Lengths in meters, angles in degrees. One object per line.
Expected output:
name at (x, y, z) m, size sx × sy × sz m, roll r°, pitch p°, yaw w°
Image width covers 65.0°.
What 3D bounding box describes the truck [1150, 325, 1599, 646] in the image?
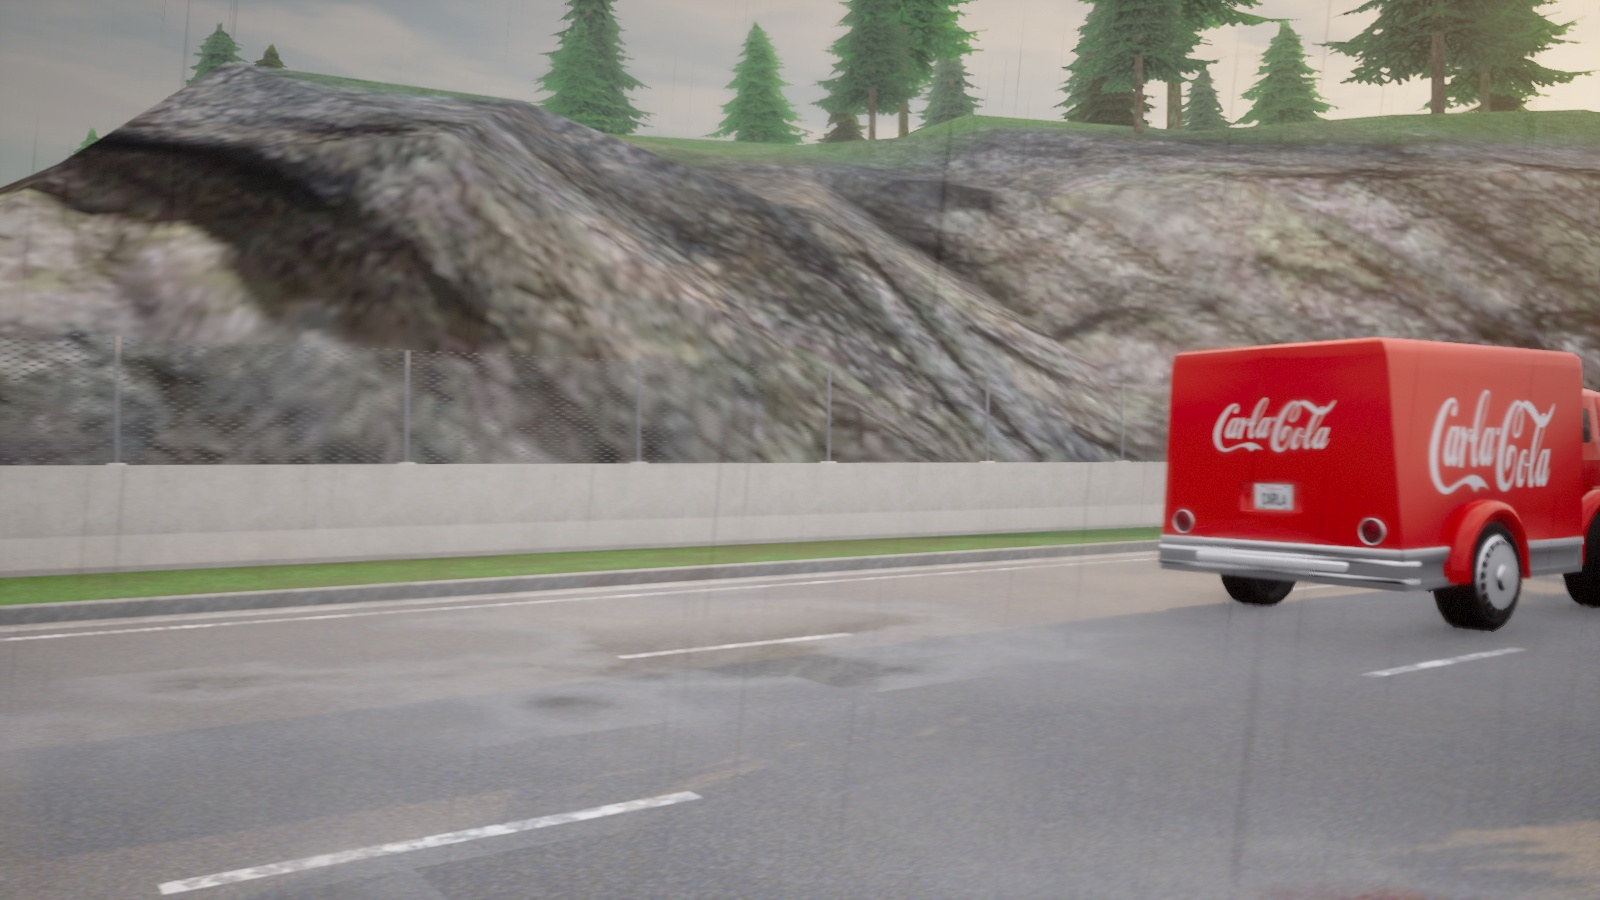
truck at (6.185, 0.275, 12.229) m, size 5.204 × 2.467 × 2.627 m, roll 0°, pitch 0°, yaw -35°
